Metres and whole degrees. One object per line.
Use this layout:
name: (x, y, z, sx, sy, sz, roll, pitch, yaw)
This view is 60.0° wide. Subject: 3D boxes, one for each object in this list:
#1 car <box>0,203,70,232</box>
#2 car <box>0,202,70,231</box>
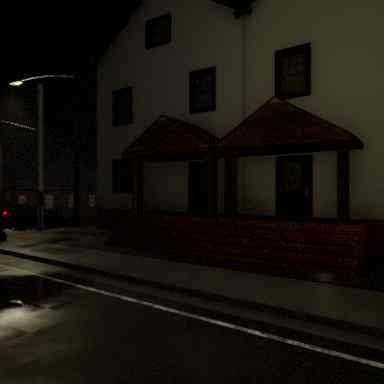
car: (-14.216, 2.397, 30.134, 2.150, 2.045, 5.566, 0, -9, 36)
car: (-12.426, 2.076, 26.266, 2.150, 2.045, 5.566, 0, -9, 36)
